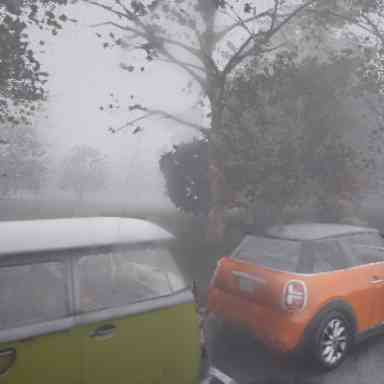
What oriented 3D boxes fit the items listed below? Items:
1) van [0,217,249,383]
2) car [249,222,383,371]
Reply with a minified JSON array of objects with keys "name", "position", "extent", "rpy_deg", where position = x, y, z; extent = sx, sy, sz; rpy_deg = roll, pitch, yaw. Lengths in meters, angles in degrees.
[{"name":"van","position":[-1.858,1.254,2.726],"extent":[4.442,1.987,1.878],"rpy_deg":[0,0,-33]},{"name":"car","position":[2.553,1.345,5.879],"extent":[4.553,1.767,2.185],"rpy_deg":[0,0,-33]}]
